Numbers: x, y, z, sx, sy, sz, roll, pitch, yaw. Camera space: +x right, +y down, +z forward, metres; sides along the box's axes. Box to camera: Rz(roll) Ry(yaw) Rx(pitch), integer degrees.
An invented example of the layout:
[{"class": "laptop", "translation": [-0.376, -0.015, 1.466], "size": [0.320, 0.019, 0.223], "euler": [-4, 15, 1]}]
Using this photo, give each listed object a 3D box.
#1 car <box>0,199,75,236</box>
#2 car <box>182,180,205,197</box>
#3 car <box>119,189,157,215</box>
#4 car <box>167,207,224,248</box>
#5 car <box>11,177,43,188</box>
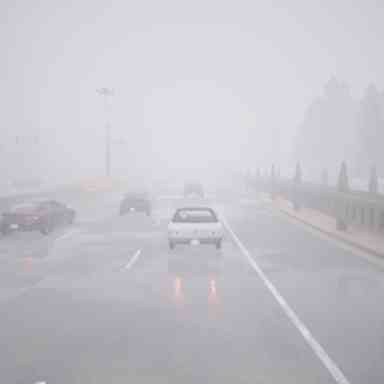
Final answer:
[{"class": "car", "translation": [-6.896, 1.023, 15.173], "size": [1.812, 1.442, 4.674], "euler": [0, 4, 0]}, {"class": "car", "translation": [0.143, -0.378, 31.497], "size": [1.837, 1.490, 4.892], "euler": [0, 5, 0]}, {"class": "car", "translation": [-3.392, 0.543, 21.351], "size": [1.837, 1.490, 4.892], "euler": [0, 5, 0]}, {"class": "car", "translation": [0.104, 1.224, 13.001], "size": [1.895, 1.301, 4.718], "euler": [0, 3, 0]}, {"class": "car", "translation": [-20.902, -1.264, 42.316], "size": [1.895, 1.301, 4.718], "euler": [0, 5, 0]}]
